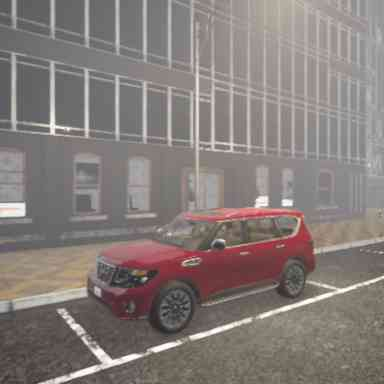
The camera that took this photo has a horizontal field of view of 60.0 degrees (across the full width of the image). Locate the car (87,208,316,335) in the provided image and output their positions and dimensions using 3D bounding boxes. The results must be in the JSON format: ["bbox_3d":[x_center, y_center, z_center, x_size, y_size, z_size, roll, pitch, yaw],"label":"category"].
[{"bbox_3d":[0.506,1.305,6.913,5.009,1.841,2.192,0,0,-35],"label":"car"}]
